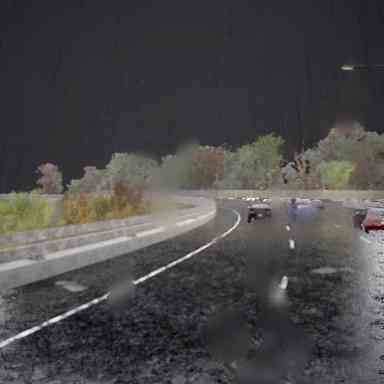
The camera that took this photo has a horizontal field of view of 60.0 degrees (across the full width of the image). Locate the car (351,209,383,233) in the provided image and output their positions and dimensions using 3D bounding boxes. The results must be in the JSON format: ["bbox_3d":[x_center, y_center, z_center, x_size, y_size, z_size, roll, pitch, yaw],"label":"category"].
[{"bbox_3d":[11.401,1.729,20.793,1.994,1.385,4.181,0,0,14],"label":"car"}]

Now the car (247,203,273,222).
[{"bbox_3d":[5.674,1.636,27.894,1.882,1.535,5.008,0,0,10],"label":"car"}]

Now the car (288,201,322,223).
[{"bbox_3d":[9.187,1.707,27.740,1.812,1.442,4.674,0,0,10],"label":"car"}]

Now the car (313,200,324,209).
[{"bbox_3d":[19.230,1.914,51.319,1.994,1.385,4.181,0,0,23],"label":"car"}]
